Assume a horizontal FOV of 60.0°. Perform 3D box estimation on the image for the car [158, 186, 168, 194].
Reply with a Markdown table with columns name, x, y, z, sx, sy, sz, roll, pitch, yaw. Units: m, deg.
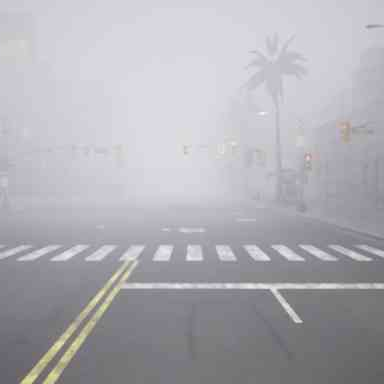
| name | x | y | z | sx | sy | sz | roll | pitch | yaw |
| --- | --- | --- | --- | --- | --- | --- | --- | --- | --- |
| car | -7.012 | -0.467 | 82.023 | 2.150 | 2.045 | 5.566 | 0 | 1 | 0 |
